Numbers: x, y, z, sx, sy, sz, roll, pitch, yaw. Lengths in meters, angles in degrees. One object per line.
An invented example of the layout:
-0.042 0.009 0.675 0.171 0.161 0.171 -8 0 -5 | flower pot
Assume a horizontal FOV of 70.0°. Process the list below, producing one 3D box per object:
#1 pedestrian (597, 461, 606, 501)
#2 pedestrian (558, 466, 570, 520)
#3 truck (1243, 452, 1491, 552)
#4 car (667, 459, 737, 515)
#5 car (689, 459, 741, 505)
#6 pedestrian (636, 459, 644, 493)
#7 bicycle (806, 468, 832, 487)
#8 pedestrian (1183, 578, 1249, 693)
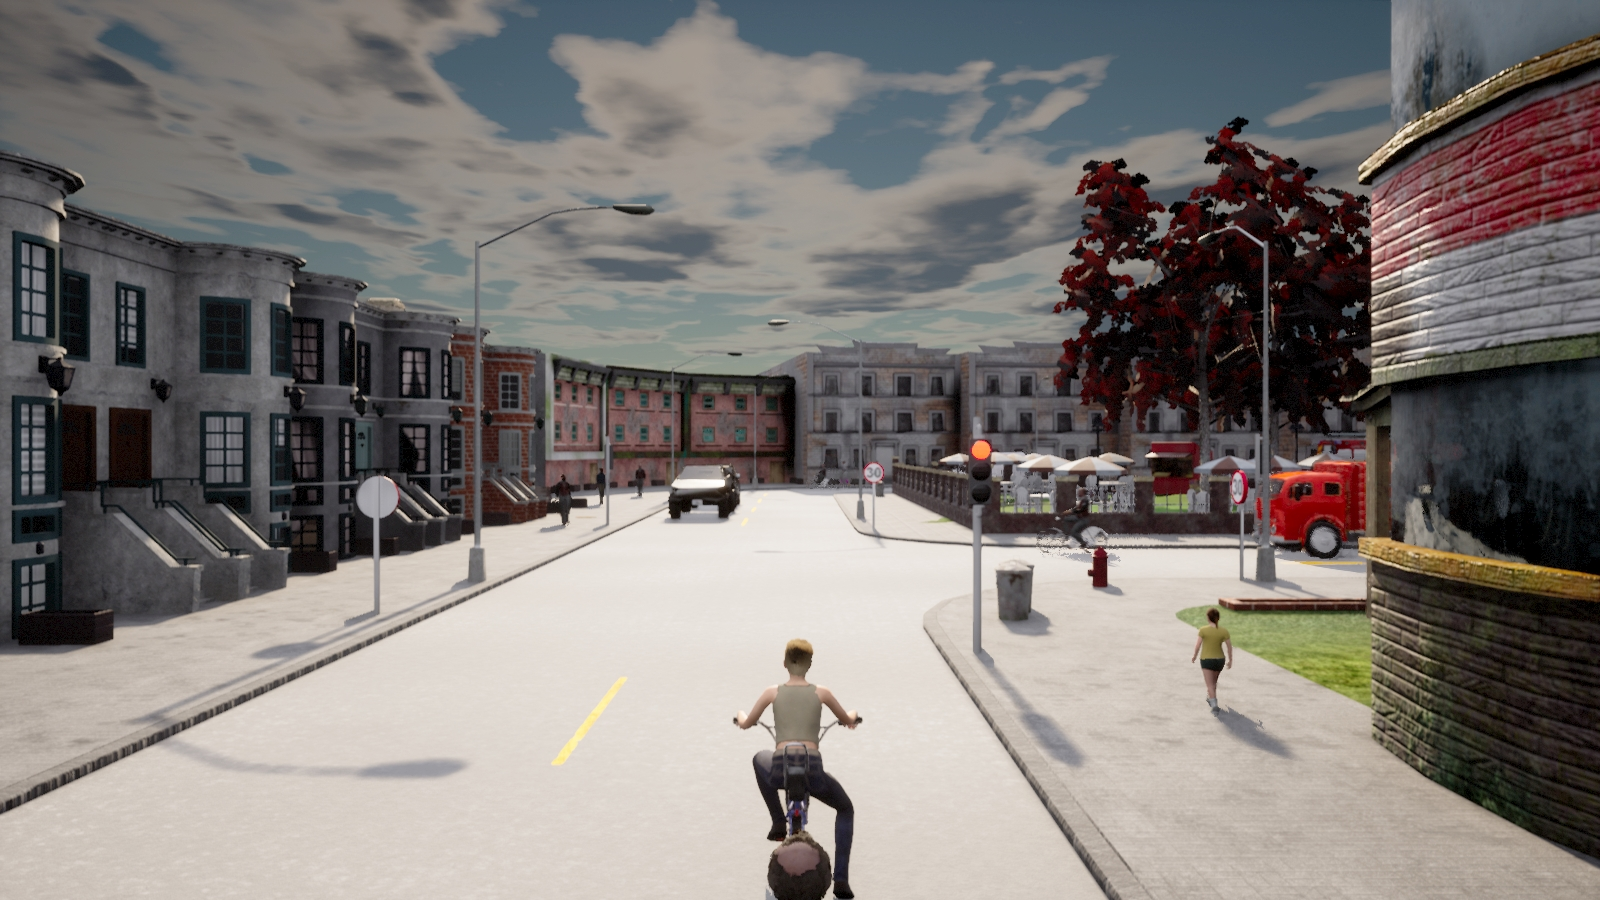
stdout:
-9.296 1.457 53.447 0.375 1.860 0.375 0 0 -19 | pedestrian
-8.144 1.474 39.423 0.375 1.860 0.375 0 0 -18 | pedestrian
14.716 1.312 29.947 5.204 2.467 2.627 0 0 0 | truck
-3.997 1.473 47.707 2.390 2.098 6.274 0 0 0 | car
-4.051 1.490 55.431 2.150 2.045 5.566 0 0 0 | car
-8.831 1.446 63.056 0.375 1.860 0.375 0 0 4 | pedestrian
1.301 1.845 77.500 1.835 1.271 0.329 0 3 -28 | bicycle
4.260 1.888 11.717 0.500 1.100 0.500 0 0 2 | pedestrian
